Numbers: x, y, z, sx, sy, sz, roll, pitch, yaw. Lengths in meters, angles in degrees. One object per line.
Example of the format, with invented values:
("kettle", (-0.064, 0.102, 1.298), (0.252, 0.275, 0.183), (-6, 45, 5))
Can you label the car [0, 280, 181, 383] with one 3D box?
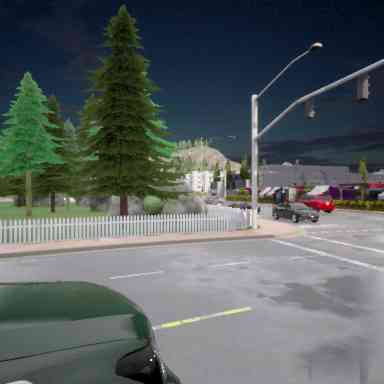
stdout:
("car", (-2.732, 1.221, 1.688), (5.566, 2.045, 2.150), (0, 0, -36))

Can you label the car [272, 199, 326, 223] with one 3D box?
("car", (8.095, 1.560, 26.346), (1.837, 1.490, 4.892), (0, 0, -14))

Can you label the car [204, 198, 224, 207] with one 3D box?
("car", (2.864, 1.547, 44.366), (2.128, 1.511, 4.902), (0, 0, -16))

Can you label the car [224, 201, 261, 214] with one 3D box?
("car", (5.490, 1.656, 35.324), (1.895, 1.301, 4.718), (0, 0, -16))

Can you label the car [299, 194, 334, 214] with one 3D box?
("car", (12.835, 1.277, 35.885), (2.150, 2.045, 5.566), (0, 0, -16))
